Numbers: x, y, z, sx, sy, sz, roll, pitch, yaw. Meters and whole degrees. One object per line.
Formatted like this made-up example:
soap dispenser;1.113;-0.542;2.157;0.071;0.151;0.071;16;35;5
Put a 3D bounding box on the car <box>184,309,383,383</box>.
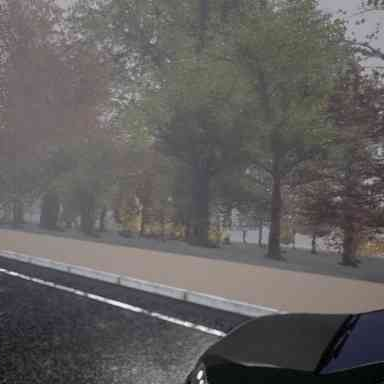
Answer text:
car;1.939;1.566;2.302;4.181;1.385;1.994;0;0;36
